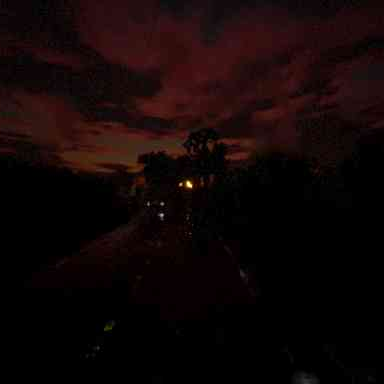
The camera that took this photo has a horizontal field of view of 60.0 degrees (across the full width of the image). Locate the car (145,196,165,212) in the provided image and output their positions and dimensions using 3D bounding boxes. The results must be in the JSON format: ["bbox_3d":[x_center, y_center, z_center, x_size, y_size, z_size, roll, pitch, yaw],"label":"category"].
[{"bbox_3d":[-4.202,1.282,37.943,2.097,1.767,4.553,0,0,-7],"label":"car"}]
